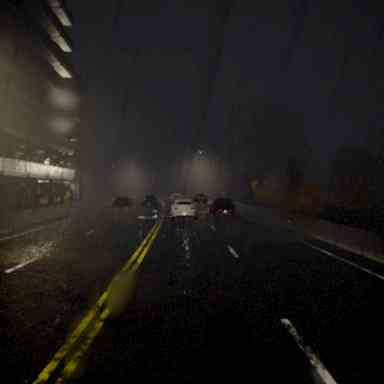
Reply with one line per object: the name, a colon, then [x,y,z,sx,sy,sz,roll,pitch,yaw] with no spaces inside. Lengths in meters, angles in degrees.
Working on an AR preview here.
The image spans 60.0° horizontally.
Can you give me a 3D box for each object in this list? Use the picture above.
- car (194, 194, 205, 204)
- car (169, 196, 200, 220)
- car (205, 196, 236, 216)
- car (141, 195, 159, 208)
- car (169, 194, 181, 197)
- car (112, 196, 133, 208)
car: [1.001,0.991,46.573,1.837,1.490,4.892,0,1,-5]
car: [-0.630,1.254,25.038,1.812,1.442,4.674,0,0,-3]
car: [2.444,1.198,28.098,1.837,1.490,4.892,0,1,-3]
car: [-5.030,1.091,40.167,1.812,1.442,4.674,0,0,-4]
car: [-2.276,1.011,46.854,1.812,1.442,4.674,0,1,-6]
car: [-8.265,1.138,39.813,1.994,1.385,4.181,0,1,-4]
